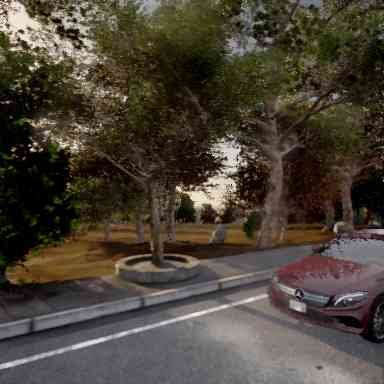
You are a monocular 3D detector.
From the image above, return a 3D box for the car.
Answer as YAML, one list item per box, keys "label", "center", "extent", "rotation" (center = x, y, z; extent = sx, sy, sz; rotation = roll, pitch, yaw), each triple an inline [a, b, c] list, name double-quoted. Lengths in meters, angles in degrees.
- label: "car"
  center: [3.536, 1.507, 6.510]
  extent: [4.674, 1.442, 1.812]
  rotation: [0, 0, -35]
